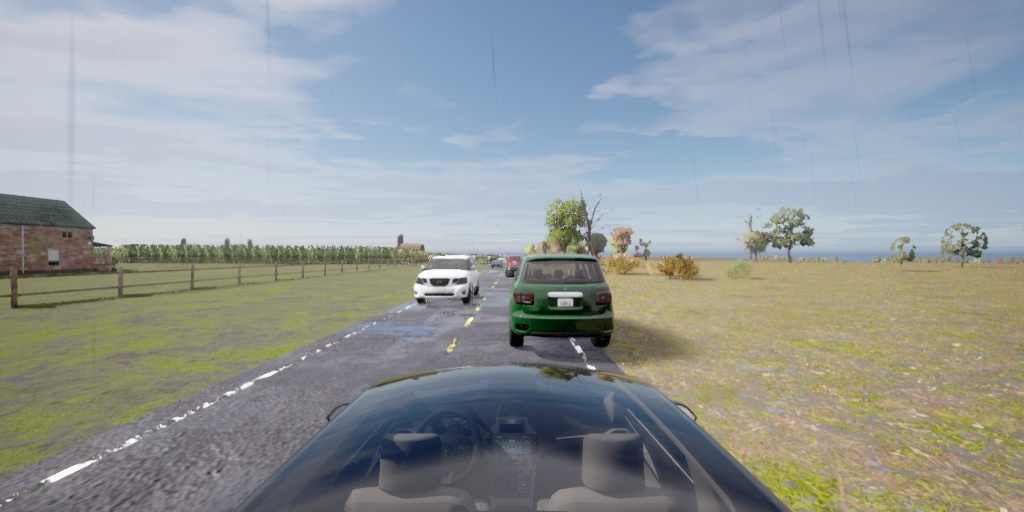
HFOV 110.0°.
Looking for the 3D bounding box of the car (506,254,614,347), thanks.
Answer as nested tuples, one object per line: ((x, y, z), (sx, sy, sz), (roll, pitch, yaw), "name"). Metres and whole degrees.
((1.025, 0.972, 9.442), (2.150, 2.045, 5.566), (0, 0, 0), "car")

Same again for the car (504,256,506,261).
((0.373, 0.954, 48.796), (2.150, 2.045, 5.566), (0, 0, 1), "car")

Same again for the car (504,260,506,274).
((0.348, 1.337, 38.480), (1.895, 1.301, 4.718), (0, 0, 1), "car")

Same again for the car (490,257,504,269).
((-2.439, 1.277, 57.584), (2.033, 1.411, 5.357), (0, 0, 1), "car")

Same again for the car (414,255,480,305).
((-2.741, 0.966, 16.319), (2.150, 2.045, 5.566), (0, 0, 0), "car")
